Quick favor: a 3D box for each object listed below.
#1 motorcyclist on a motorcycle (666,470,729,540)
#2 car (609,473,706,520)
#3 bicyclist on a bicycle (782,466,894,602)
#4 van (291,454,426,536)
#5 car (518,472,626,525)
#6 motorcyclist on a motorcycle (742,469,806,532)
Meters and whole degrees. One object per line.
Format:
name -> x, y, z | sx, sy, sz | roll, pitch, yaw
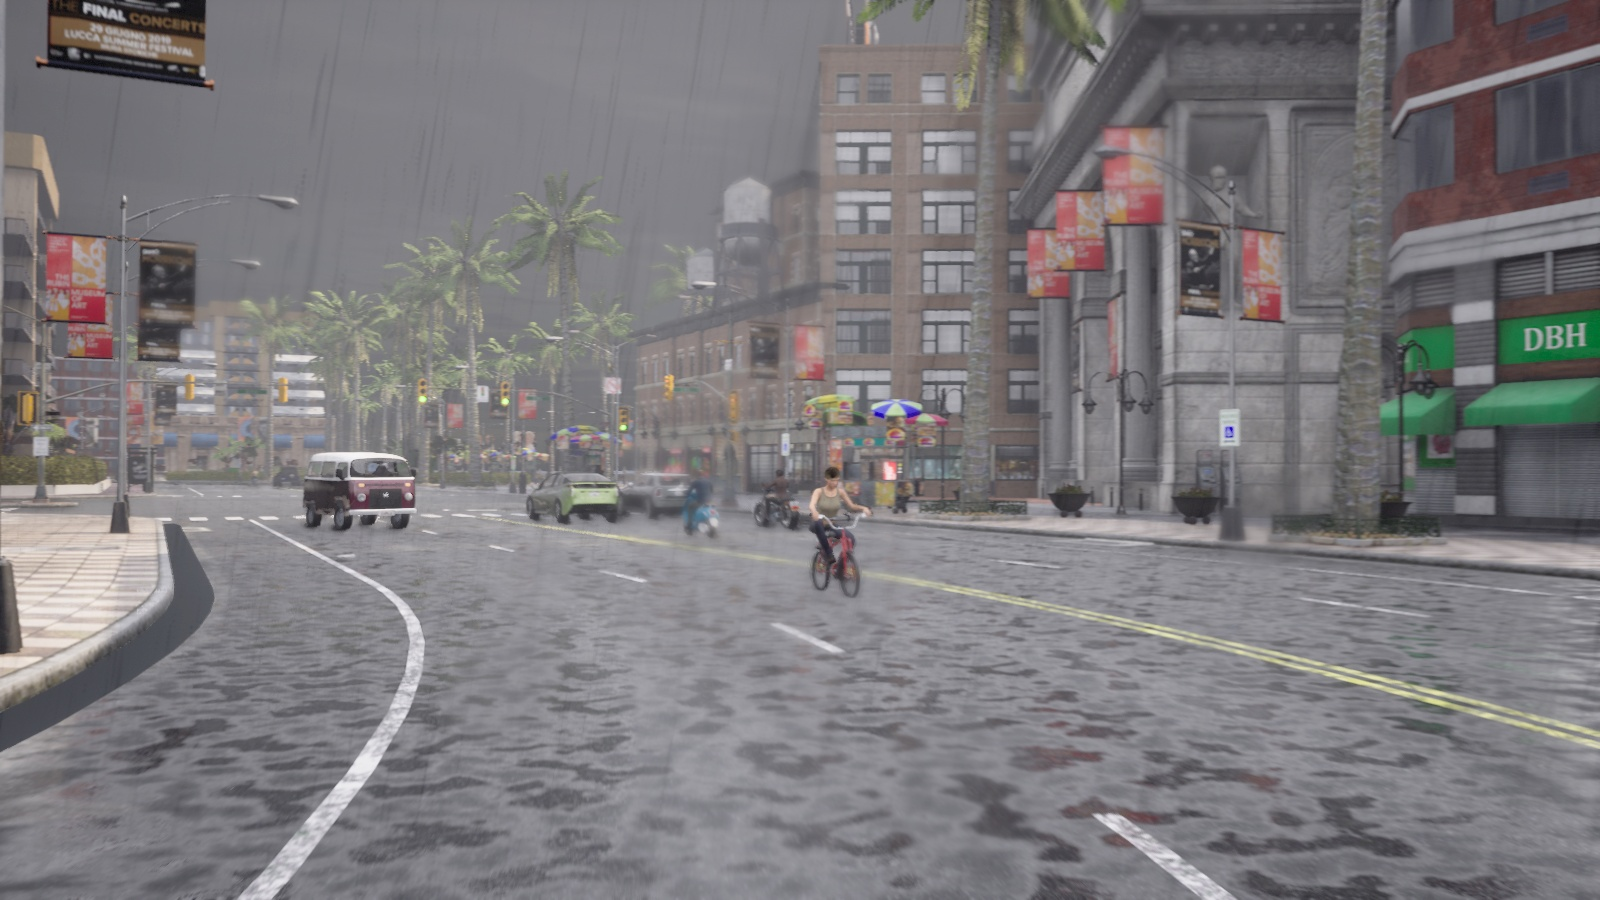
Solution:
motorcyclist on a motorcycle -> -2.441, 1.278, 29.705 | 0.866, 1.590, 1.817 | 0, -1, -27
car -> -4.790, 1.506, 41.841 | 1.970, 1.475, 3.806 | 0, -1, -27
bicyclist on a bicycle -> 0.455, 1.015, 15.856 | 0.866, 1.612, 1.509 | 0, -1, -21
van -> -11.871, 1.162, 33.613 | 2.069, 2.038, 4.480 | 0, -1, -38
car -> -7.080, 1.446, 38.666 | 2.007, 1.525, 4.514 | 0, -1, -28
motorcyclist on a motorcycle -> -0.739, 1.339, 34.028 | 0.766, 1.649, 2.350 | 0, -1, -27
